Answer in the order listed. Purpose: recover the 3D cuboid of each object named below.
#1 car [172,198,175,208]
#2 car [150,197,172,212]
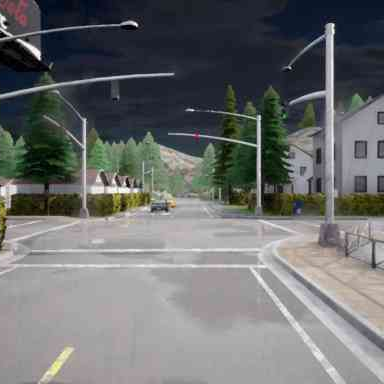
[{"bbox_3d":[-3.585,1.478,48.600,1.882,1.535,5.008,0,0,0],"label":"car"},{"bbox_3d":[-3.583,1.526,38.128,1.812,1.442,4.674,0,0,0],"label":"car"}]
